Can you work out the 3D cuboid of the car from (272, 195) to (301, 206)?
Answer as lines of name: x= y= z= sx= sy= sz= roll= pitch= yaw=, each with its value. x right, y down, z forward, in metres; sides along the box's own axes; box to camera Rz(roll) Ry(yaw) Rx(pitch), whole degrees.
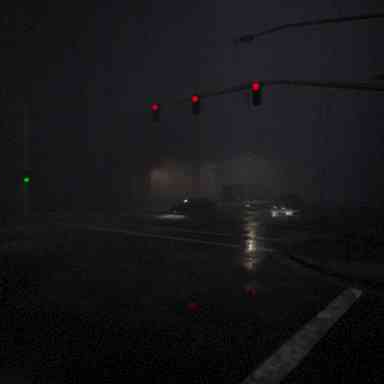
car: x=13.088 y=1.138 z=45.891 sx=2.033 sy=1.411 sz=5.357 roll=1 pitch=1 yaw=38

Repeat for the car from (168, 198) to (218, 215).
car: x=0.268 y=1.244 z=29.857 sx=2.033 sy=1.411 sz=5.357 roll=1 pitch=1 yaw=38

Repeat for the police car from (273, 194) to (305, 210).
police car: x=11.163 y=1.092 z=37.818 sx=1.930 sy=1.638 sz=5.238 roll=1 pitch=1 yaw=38
